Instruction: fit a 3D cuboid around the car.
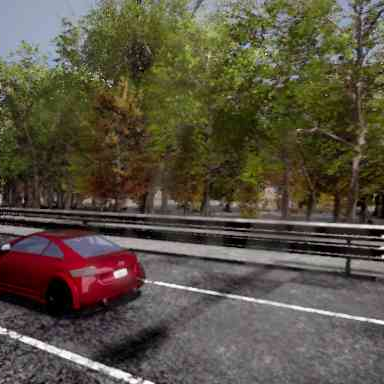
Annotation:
[{"bbox_3d":[-3.095,1.535,7.453,4.181,1.385,1.994,0,0,31],"label":"car"}]
